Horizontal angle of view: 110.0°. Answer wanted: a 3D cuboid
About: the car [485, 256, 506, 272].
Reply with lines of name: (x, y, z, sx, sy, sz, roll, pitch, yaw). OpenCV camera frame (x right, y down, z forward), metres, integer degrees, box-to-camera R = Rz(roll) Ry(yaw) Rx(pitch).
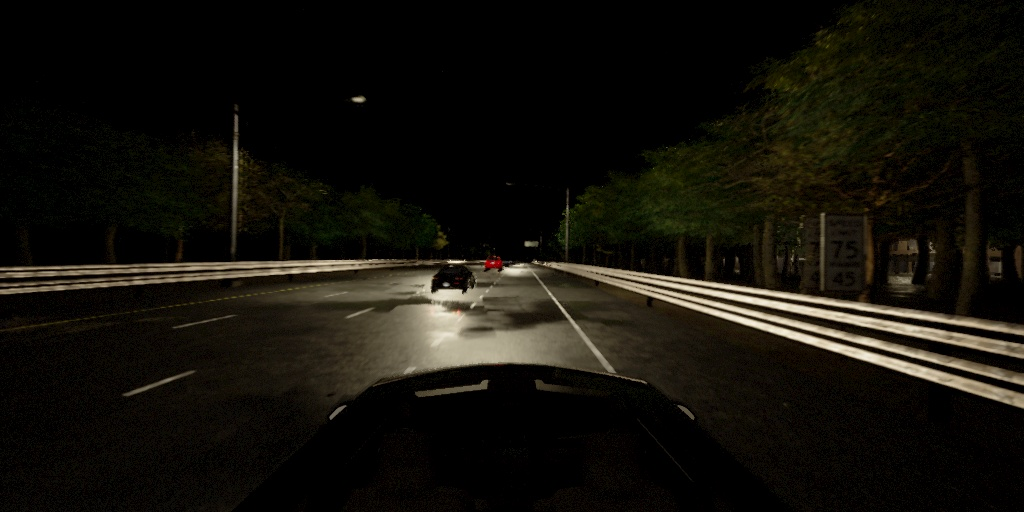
car: (-2.430, 1.093, 49.072, 2.150, 2.045, 5.566, 1, -1, 2)

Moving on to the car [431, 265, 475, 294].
car: (-3.173, 1.238, 19.874, 1.812, 1.442, 4.674, 1, 0, 1)
